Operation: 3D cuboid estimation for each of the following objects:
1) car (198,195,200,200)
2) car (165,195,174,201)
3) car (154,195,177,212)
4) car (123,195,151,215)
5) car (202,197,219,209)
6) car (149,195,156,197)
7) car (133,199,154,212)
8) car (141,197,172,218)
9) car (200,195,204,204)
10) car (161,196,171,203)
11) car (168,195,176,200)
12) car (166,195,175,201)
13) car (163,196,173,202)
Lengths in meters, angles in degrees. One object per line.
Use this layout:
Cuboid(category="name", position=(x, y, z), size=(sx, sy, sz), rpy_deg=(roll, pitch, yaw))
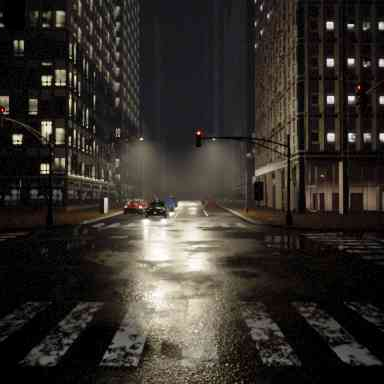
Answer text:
Cuboid(category="car", position=(2.666, 1.590, 61.729), size=(1.947, 1.339, 4.313), rpy_deg=(1, 0, 0))
Cuboid(category="car", position=(-5.727, 1.578, 83.955), size=(1.887, 1.381, 4.507), rpy_deg=(1, 0, 0))
Cuboid(category="car", position=(-3.121, 1.493, 39.867), size=(1.882, 1.535, 5.008), rpy_deg=(0, 0, 0))
Cuboid(category="car", position=(-5.694, 1.453, 33.778), size=(1.967, 1.590, 4.097), rpy_deg=(1, 0, 0))
Cuboid(category="car", position=(2.676, 1.599, 44.996), size=(1.802, 1.307, 4.206), rpy_deg=(1, 0, 0))
Cuboid(category="car", position=(-5.699, 1.332, 44.929), size=(2.192, 1.841, 5.009), rpy_deg=(1, 0, 0))
Cuboid(category="car", position=(-5.701, 1.597, 39.354), size=(1.802, 1.307, 4.206), rpy_deg=(1, 0, 0))
Cuboid(category="car", position=(-3.117, 1.516, 30.362), size=(1.837, 1.490, 4.892), rpy_deg=(0, 0, 0))
Cuboid(category="car", position=(2.671, 1.547, 56.322), size=(1.752, 1.417, 4.829), rpy_deg=(1, 0, 0))
Cuboid(category="car", position=(-5.720, 1.573, 72.804), size=(1.887, 1.381, 4.507), rpy_deg=(1, 0, 0))
Cuboid(category="car", position=(-5.735, 1.605, 95.105), size=(1.947, 1.339, 4.313), rpy_deg=(1, 0, 0))
Cuboid(category="car", position=(-5.731, 1.587, 89.530), size=(2.008, 1.369, 4.403), rpy_deg=(1, 0, 0))
Cuboid(category="car", position=(-5.724, 1.582, 78.380), size=(2.008, 1.369, 4.403), rpy_deg=(1, 0, 0))
